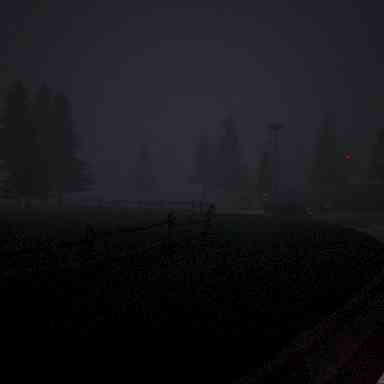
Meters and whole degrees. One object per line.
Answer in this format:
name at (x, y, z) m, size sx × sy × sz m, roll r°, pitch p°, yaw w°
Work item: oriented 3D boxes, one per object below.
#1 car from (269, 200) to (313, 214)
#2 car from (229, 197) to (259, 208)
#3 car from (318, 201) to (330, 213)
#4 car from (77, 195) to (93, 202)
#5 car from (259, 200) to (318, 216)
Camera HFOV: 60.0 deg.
car at (10.641, 1.564, 35.900) m, size 4.181 × 1.385 × 1.994 m, roll 0°, pitch 0°, yaw 41°
car at (7.700, 1.477, 47.694) m, size 5.008 × 1.535 × 1.882 m, roll 0°, pitch 0°, yaw 41°
car at (13.485, 1.564, 38.068) m, size 4.181 × 1.385 × 1.994 m, roll 0°, pitch 0°, yaw 41°
car at (-24.185, 1.500, 75.118) m, size 4.892 × 1.490 × 1.837 m, roll 0°, pitch 0°, yaw 41°
car at (9.319, 1.601, 32.417) m, size 4.718 × 1.301 × 1.895 m, roll 0°, pitch 0°, yaw 41°
